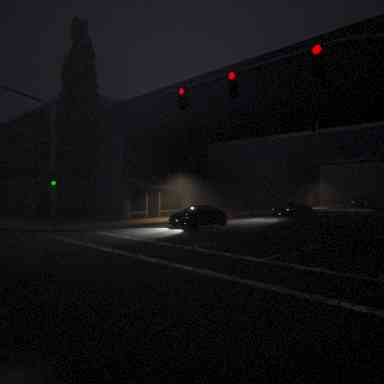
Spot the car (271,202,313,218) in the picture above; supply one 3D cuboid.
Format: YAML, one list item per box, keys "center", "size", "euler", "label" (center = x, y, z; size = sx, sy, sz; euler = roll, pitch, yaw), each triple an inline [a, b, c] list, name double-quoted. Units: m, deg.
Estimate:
- center: [9.213, 1.601, 30.597]
  size: [1.895, 1.301, 4.718]
  euler: [0, 0, 45]
  label: "car"

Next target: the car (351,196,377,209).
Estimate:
- center: [23.065, 1.351, 44.527]
  size: [4.553, 1.767, 2.097]
  euler: [0, 0, -45]
  label: "car"

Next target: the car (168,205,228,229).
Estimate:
- center: [0.469, 1.564, 21.743]
  size: [1.994, 1.385, 4.181]
  euler: [0, 0, 45]
  label: "car"
